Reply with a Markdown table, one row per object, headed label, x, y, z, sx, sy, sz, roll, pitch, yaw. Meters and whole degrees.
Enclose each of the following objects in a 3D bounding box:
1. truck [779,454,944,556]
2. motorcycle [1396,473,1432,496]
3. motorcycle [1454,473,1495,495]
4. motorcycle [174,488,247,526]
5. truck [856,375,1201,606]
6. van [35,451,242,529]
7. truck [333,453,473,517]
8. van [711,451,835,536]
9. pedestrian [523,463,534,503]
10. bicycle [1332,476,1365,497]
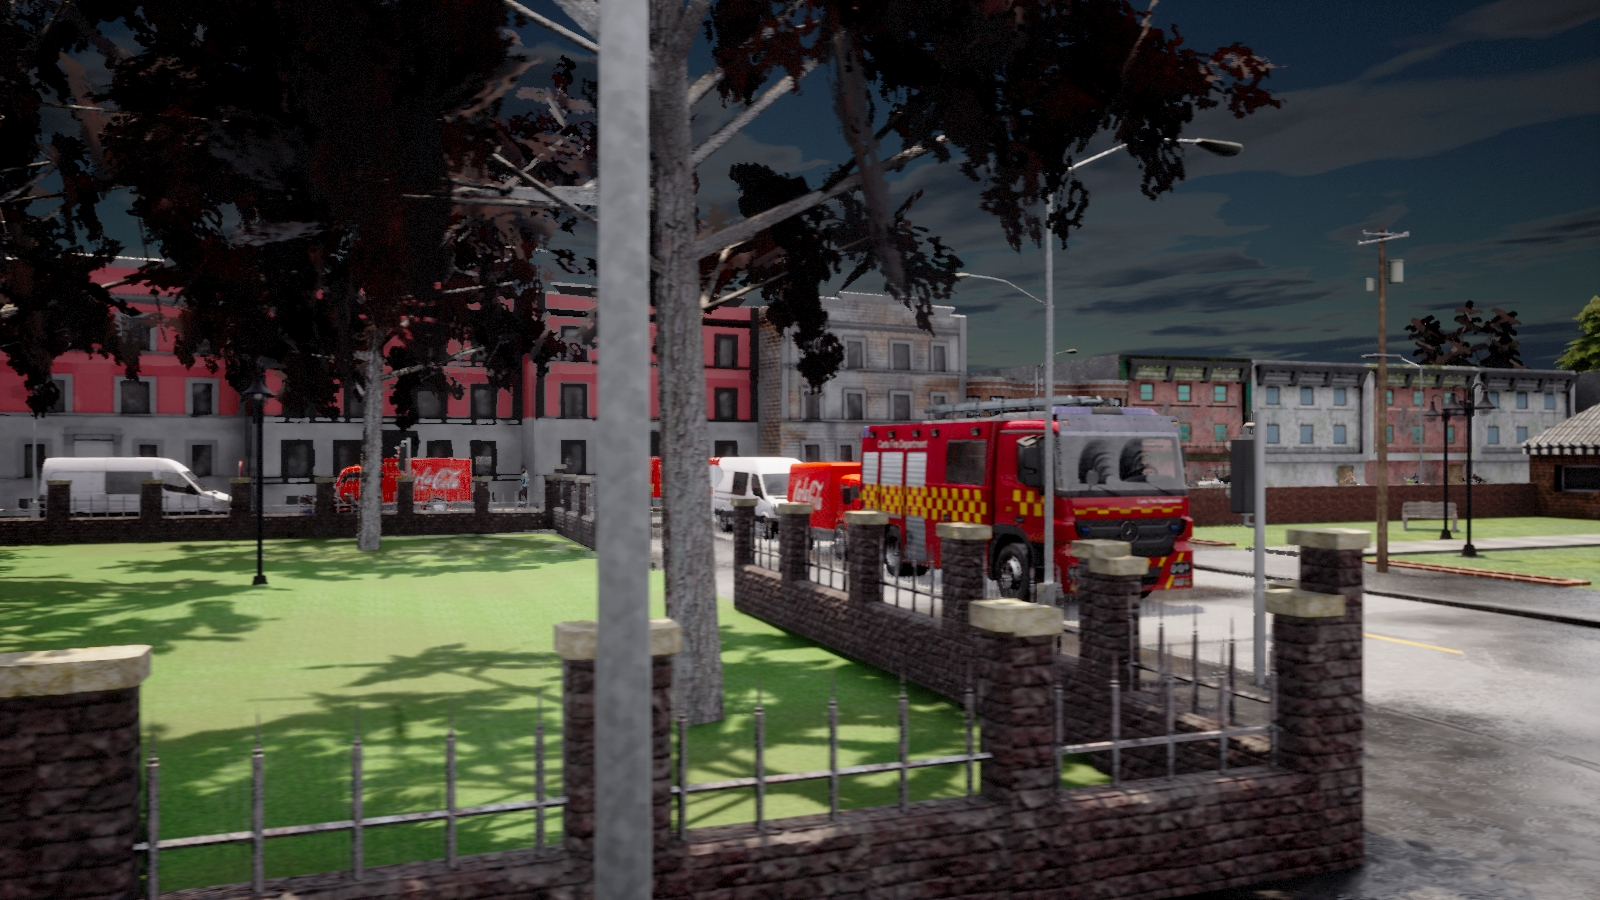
| label | x | y | z | sx | sy | sz | roll | pitch | yaw |
| --- | --- | --- | --- | --- | --- | --- | --- | --- | --- |
| truck | 1.504 | 1.348 | 30.725 | 2.627 | 2.467 | 5.204 | 0 | 0 | -20 |
| motorcycle | 35.032 | 1.962 | 65.192 | 1.805 | 1.236 | 0.856 | 0 | 0 | -20 |
| motorcycle | 39.470 | 1.985 | 66.845 | 2.209 | 1.251 | 0.867 | 0 | 0 | -20 |
| motorcycle | -20.713 | 1.984 | 40.212 | 2.209 | 1.251 | 0.867 | 0 | 0 | -20 |
| truck | 4.158 | 0.670 | 23.383 | 2.891 | 3.827 | 8.468 | 0 | 0 | -21 |
| van | -22.684 | 1.314 | 39.486 | 5.915 | 2.561 | 1.988 | 0 | 0 | -20 |
| truck | -16.041 | 1.347 | 46.214 | 5.204 | 2.467 | 2.627 | 0 | 0 | -20 |
| van | -1.021 | 1.314 | 37.725 | 1.988 | 2.561 | 5.915 | 0 | 0 | -24 |
| pedestrian | -12.548 | 1.522 | 52.807 | 0.375 | 1.860 | 0.375 | 0 | 0 | -27 |
| bicycle | 30.500 | 2.037 | 63.518 | 1.487 | 1.080 | 0.859 | -1 | 0 | -20 |
